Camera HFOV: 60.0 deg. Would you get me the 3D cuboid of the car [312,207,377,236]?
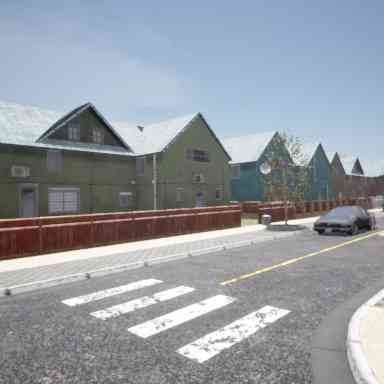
[{"bbox_3d":[8.667,1.525,18.574,2.033,1.411,5.357,-2,-1,44],"label":"car"}]
